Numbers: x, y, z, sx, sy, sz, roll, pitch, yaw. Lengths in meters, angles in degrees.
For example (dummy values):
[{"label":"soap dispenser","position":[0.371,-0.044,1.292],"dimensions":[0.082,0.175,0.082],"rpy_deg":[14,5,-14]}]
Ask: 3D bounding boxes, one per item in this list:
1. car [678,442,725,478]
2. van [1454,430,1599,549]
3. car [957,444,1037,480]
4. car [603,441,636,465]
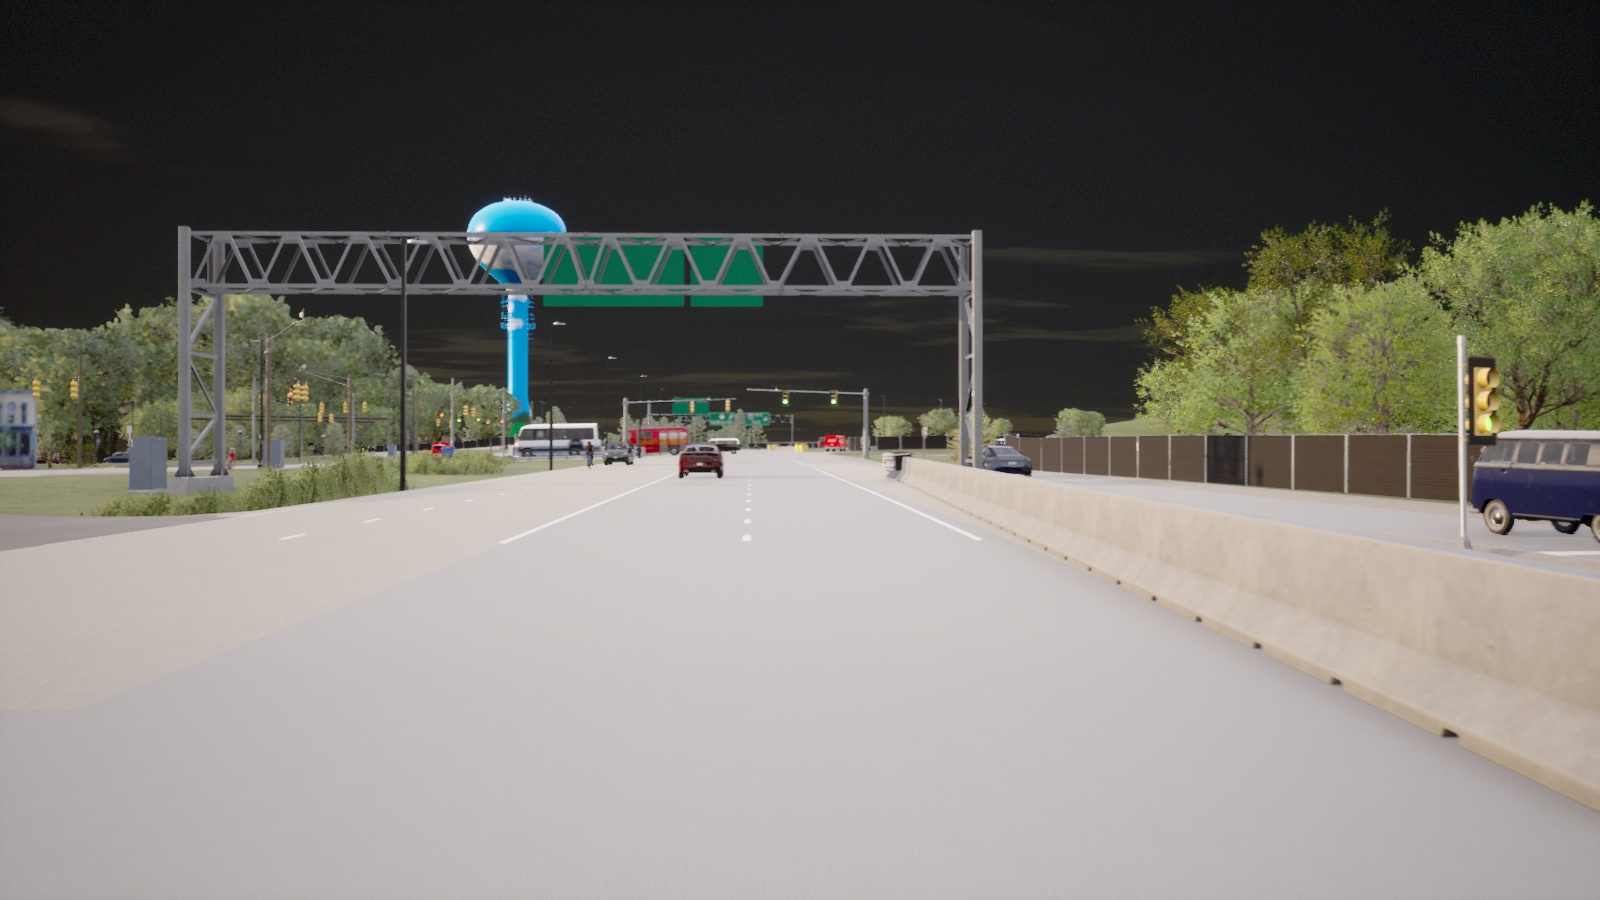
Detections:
[{"label":"car","position":[-4.325,0.425,55.941],"dimensions":[1.882,1.535,5.008],"rpy_deg":[0,0,-2]},{"label":"van","position":[14.113,0.650,22.575],"dimensions":[1.775,1.987,4.442],"rpy_deg":[0,1,-11]},{"label":"car","position":[8.213,0.474,52.775],"dimensions":[1.994,1.385,4.181],"rpy_deg":[0,1,-11]},{"label":"car","position":[-12.471,0.166,86.777],"dimensions":[1.851,1.617,3.988],"rpy_deg":[0,0,-2]}]
